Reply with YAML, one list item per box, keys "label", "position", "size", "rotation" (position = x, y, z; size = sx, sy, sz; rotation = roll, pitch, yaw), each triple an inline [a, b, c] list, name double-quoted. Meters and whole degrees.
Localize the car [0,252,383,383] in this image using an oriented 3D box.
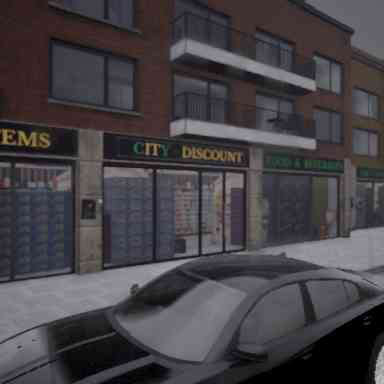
- label: "car"
  position: [0.425, 1.490, 3.560]
  size: [5.008, 1.535, 1.882]
  rotation: [0, 0, -36]
